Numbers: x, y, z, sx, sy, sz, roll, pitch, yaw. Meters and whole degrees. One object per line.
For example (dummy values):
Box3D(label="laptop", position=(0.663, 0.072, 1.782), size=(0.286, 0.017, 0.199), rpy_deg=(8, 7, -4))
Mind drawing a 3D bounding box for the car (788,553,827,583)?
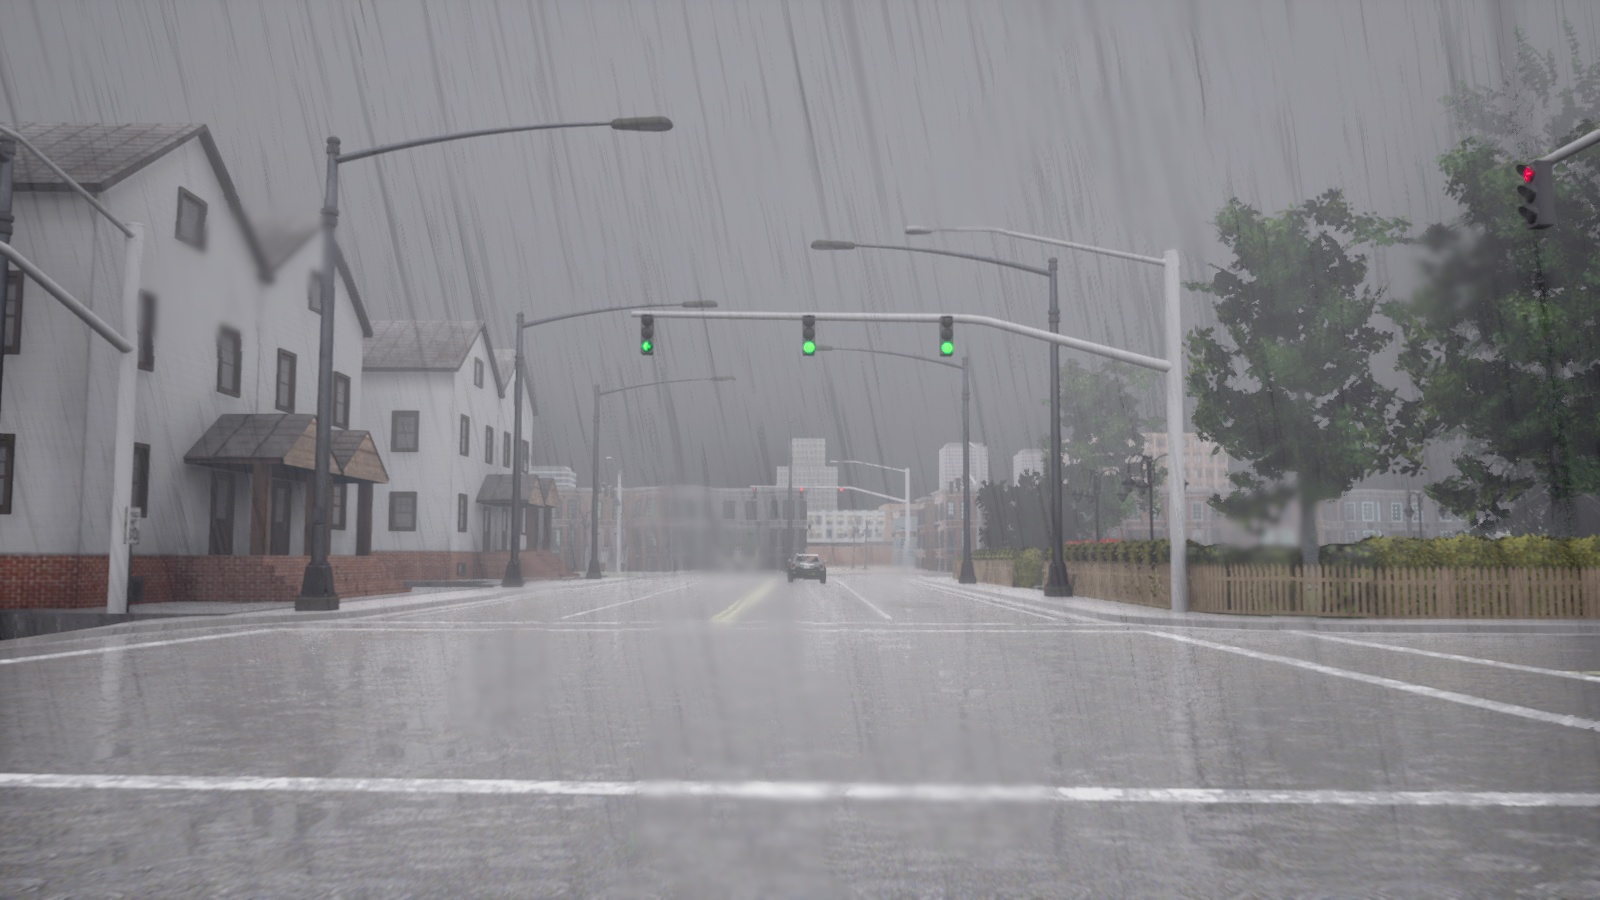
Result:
Box3D(label="car", position=(0.403, 6.052, 64.671), size=(1.970, 1.475, 3.806), rpy_deg=(0, -5, 1))
